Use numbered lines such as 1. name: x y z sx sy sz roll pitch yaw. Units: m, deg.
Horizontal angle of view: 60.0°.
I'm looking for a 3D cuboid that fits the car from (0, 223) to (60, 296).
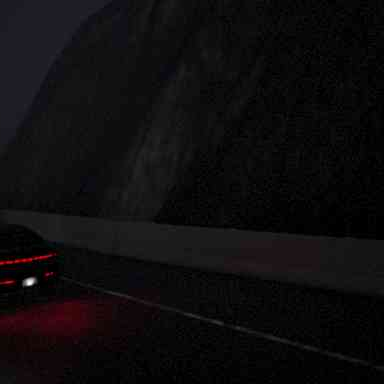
1. car: -5.072 1.513 8.047 4.892 1.490 1.837 0 0 39
